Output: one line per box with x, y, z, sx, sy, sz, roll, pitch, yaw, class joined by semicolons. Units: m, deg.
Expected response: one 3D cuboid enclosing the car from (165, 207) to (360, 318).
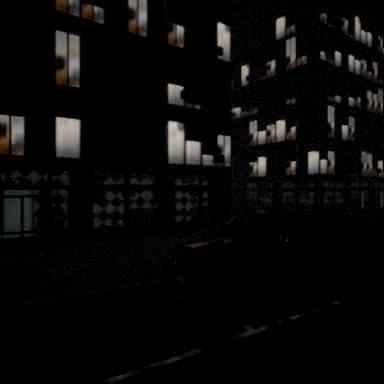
1.851;1.312;7.618;5.009;1.841;2.192;0;0;-36;car
